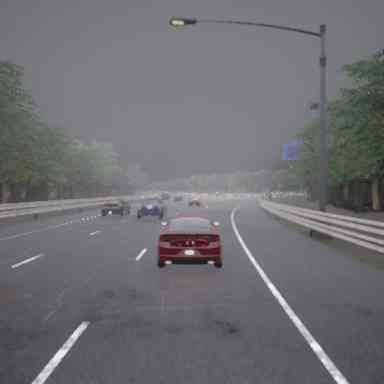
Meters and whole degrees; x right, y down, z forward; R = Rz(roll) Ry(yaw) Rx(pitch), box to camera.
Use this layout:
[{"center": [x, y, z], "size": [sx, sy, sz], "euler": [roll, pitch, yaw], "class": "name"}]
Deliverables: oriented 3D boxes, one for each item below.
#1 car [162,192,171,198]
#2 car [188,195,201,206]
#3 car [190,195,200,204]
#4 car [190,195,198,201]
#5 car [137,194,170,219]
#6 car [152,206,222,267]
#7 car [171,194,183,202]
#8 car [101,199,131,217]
[{"center": [-6.645, 1.122, 83.549], "size": [2.150, 2.045, 5.566], "euler": [0, 0, -1], "class": "car"}, {"center": [0.420, 1.500, 51.234], "size": [1.895, 1.301, 4.718], "euler": [0, 0, 1], "class": "car"}, {"center": [0.524, 1.383, 62.374], "size": [1.882, 1.535, 5.008], "euler": [0, 0, 0], "class": "car"}, {"center": [0.455, 1.399, 78.059], "size": [1.837, 1.490, 4.892], "euler": [0, 0, -1], "class": "car"}, {"center": [-3.300, 1.299, 28.375], "size": [2.097, 1.767, 4.553], "euler": [0, 0, 1], "class": "car"}, {"center": [-0.057, 1.469, 11.403], "size": [1.882, 1.535, 5.008], "euler": [0, 0, 0], "class": "car"}, {"center": [-2.997, 1.365, 74.578], "size": [1.882, 1.535, 5.008], "euler": [0, 0, -1], "class": "car"}, {"center": [-6.791, 1.440, 30.199], "size": [1.837, 1.490, 4.892], "euler": [0, 0, 1], "class": "car"}]
